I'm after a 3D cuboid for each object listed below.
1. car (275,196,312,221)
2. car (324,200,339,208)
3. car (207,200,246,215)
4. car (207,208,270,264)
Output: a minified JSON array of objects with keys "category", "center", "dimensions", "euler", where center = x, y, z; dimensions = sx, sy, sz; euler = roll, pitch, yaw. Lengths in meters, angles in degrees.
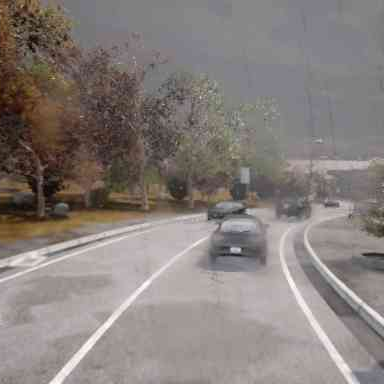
[{"category":"car","center":[9.313,1.445,30.194],"dimensions":[2.150,2.045,5.566],"euler":[4,1,31]},{"category":"car","center":[25.540,2.178,60.895],"dimensions":[1.895,1.301,4.718],"euler":[4,1,34]},{"category":"car","center":[2.783,1.429,25.871],"dimensions":[1.882,1.535,5.008],"euler":[3,1,26]},{"category":"car","center":[1.797,1.552,12.022],"dimensions":[1.812,1.442,4.674],"euler":[1,0,13]}]
